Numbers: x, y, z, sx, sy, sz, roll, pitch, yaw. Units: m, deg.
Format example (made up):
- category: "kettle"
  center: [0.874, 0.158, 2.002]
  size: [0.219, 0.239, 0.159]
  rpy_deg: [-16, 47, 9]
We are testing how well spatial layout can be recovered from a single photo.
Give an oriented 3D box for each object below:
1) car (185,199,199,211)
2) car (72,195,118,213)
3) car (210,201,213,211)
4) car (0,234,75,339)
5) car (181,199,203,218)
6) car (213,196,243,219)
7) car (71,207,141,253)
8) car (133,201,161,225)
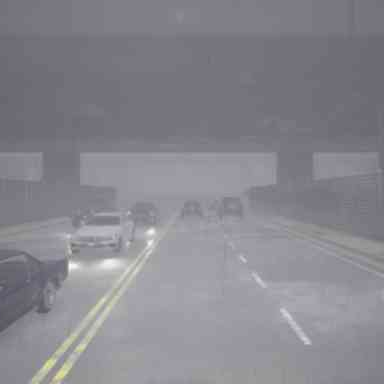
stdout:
- category: "car"
  center: [0.044, 1.745, 46.425]
  size: [1.882, 1.535, 5.008]
  rpy_deg: [0, 0, 1]
- category: "car"
  center: [-7.000, 1.275, 24.546]
  size: [2.150, 2.045, 5.566]
  rpy_deg: [0, 0, 0]
- category: "car"
  center: [3.542, 1.792, 46.189]
  size: [1.812, 1.442, 4.674]
  rpy_deg: [0, 0, 1]
- category: "car"
  center: [-3.590, 1.629, 4.972]
  size: [1.895, 1.301, 4.718]
  rpy_deg: [0, 0, 0]
- category: "car"
  center: [0.006, 1.538, 32.518]
  size: [2.097, 1.767, 4.553]
  rpy_deg: [0, 0, 0]
- category: "car"
  center: [3.506, 1.405, 31.569]
  size: [2.150, 2.045, 5.566]
  rpy_deg: [0, 0, 0]
- category: "car"
  center: [-3.581, 1.607, 14.148]
  size: [1.812, 1.442, 4.674]
  rpy_deg: [0, 0, 0]
- category: "car"
  center: [-3.567, 1.495, 24.992]
  size: [2.097, 1.767, 4.553]
  rpy_deg: [0, 0, 0]
